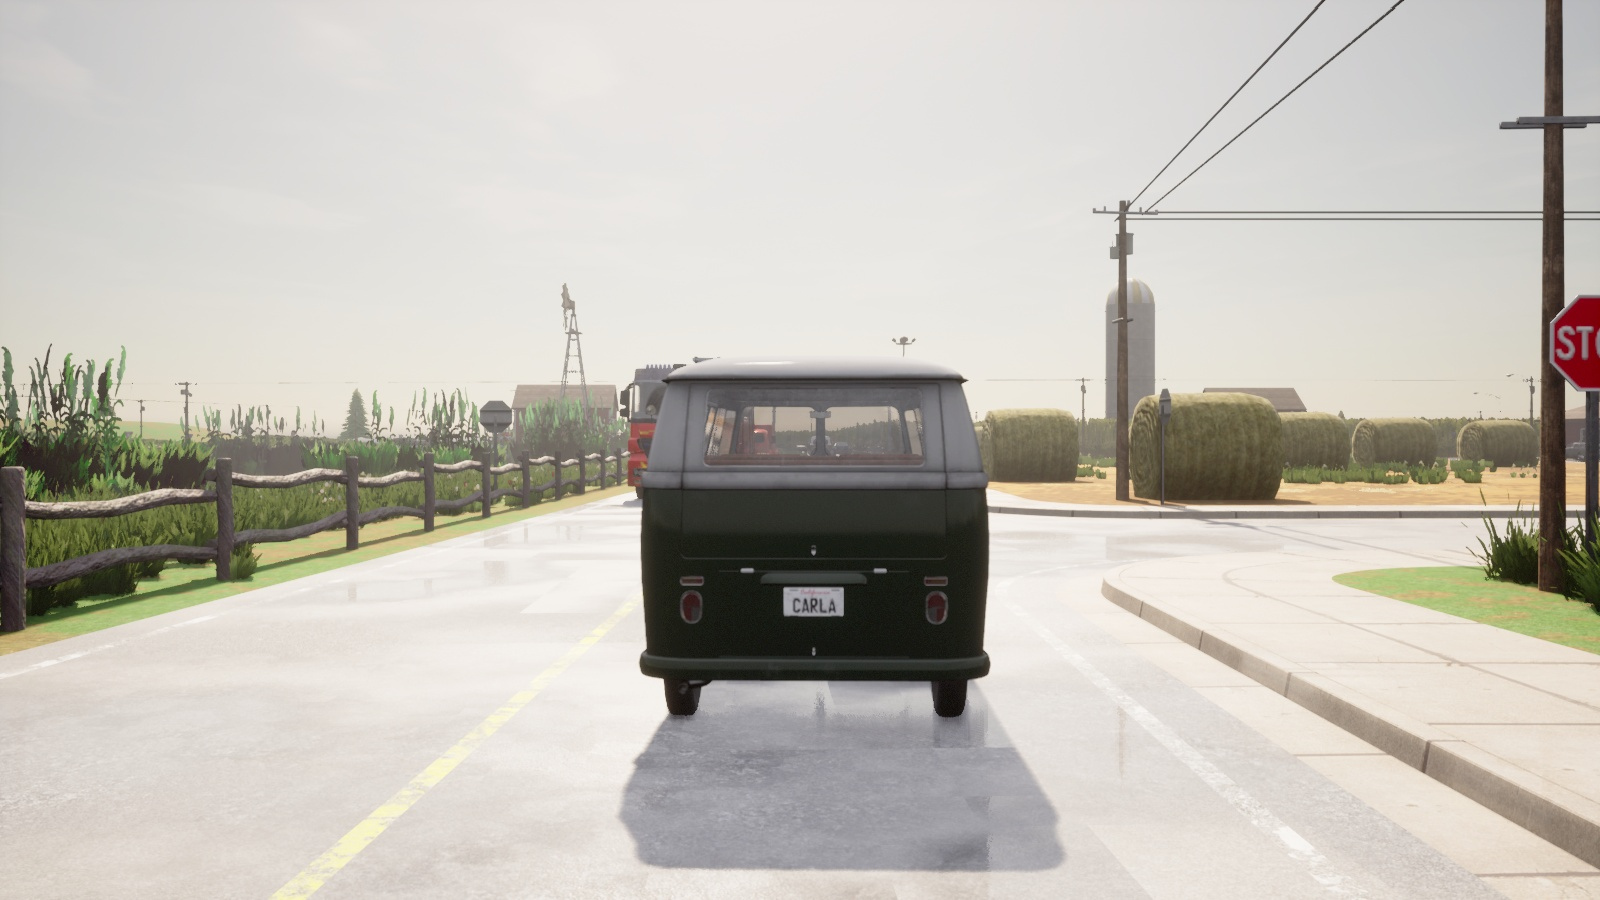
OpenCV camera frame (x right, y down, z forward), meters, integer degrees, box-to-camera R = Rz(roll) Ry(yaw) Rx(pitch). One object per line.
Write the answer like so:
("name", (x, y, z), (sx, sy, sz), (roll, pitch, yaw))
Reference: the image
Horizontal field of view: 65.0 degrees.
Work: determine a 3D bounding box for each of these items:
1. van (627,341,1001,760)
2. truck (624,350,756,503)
("van", (0.118, 0.455, 8.191), (1.775, 1.987, 4.442), (0, 1, 1))
("truck", (-2.909, -0.624, 35.679), (2.891, 3.827, 8.468), (0, 0, 1))
